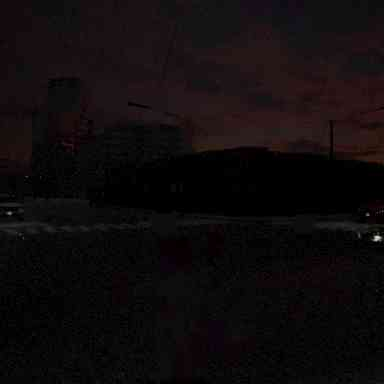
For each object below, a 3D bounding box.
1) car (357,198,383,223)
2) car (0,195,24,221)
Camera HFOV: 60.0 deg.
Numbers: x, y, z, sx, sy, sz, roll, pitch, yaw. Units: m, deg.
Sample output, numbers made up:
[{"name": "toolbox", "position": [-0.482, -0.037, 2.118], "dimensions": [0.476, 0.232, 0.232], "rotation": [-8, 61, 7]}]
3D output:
[{"name": "car", "position": [16.623, 1.536, 28.736], "dimensions": [5.566, 2.045, 2.150], "rotation": [1, 0, -35]}, {"name": "car", "position": [-15.305, 1.256, 27.266], "dimensions": [2.150, 2.045, 5.566], "rotation": [1, 0, -36]}]
